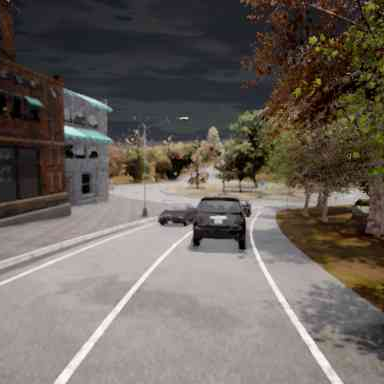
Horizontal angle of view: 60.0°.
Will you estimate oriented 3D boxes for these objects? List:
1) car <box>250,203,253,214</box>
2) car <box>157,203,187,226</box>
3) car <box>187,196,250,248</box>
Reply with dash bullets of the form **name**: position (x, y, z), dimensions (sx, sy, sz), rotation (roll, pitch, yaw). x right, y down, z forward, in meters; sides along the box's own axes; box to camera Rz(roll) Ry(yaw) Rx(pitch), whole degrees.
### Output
- **car**: position (4.787, 1.501, 32.298), dimensions (2.128, 1.511, 4.902), rotation (1, 2, 13)
- **car**: position (-0.820, 1.495, 23.132), dimensions (2.033, 1.411, 5.357), rotation (1, 0, 11)
- **car**: position (1.347, 1.219, 15.181), dimensions (2.150, 2.045, 5.566), rotation (1, 0, 8)
